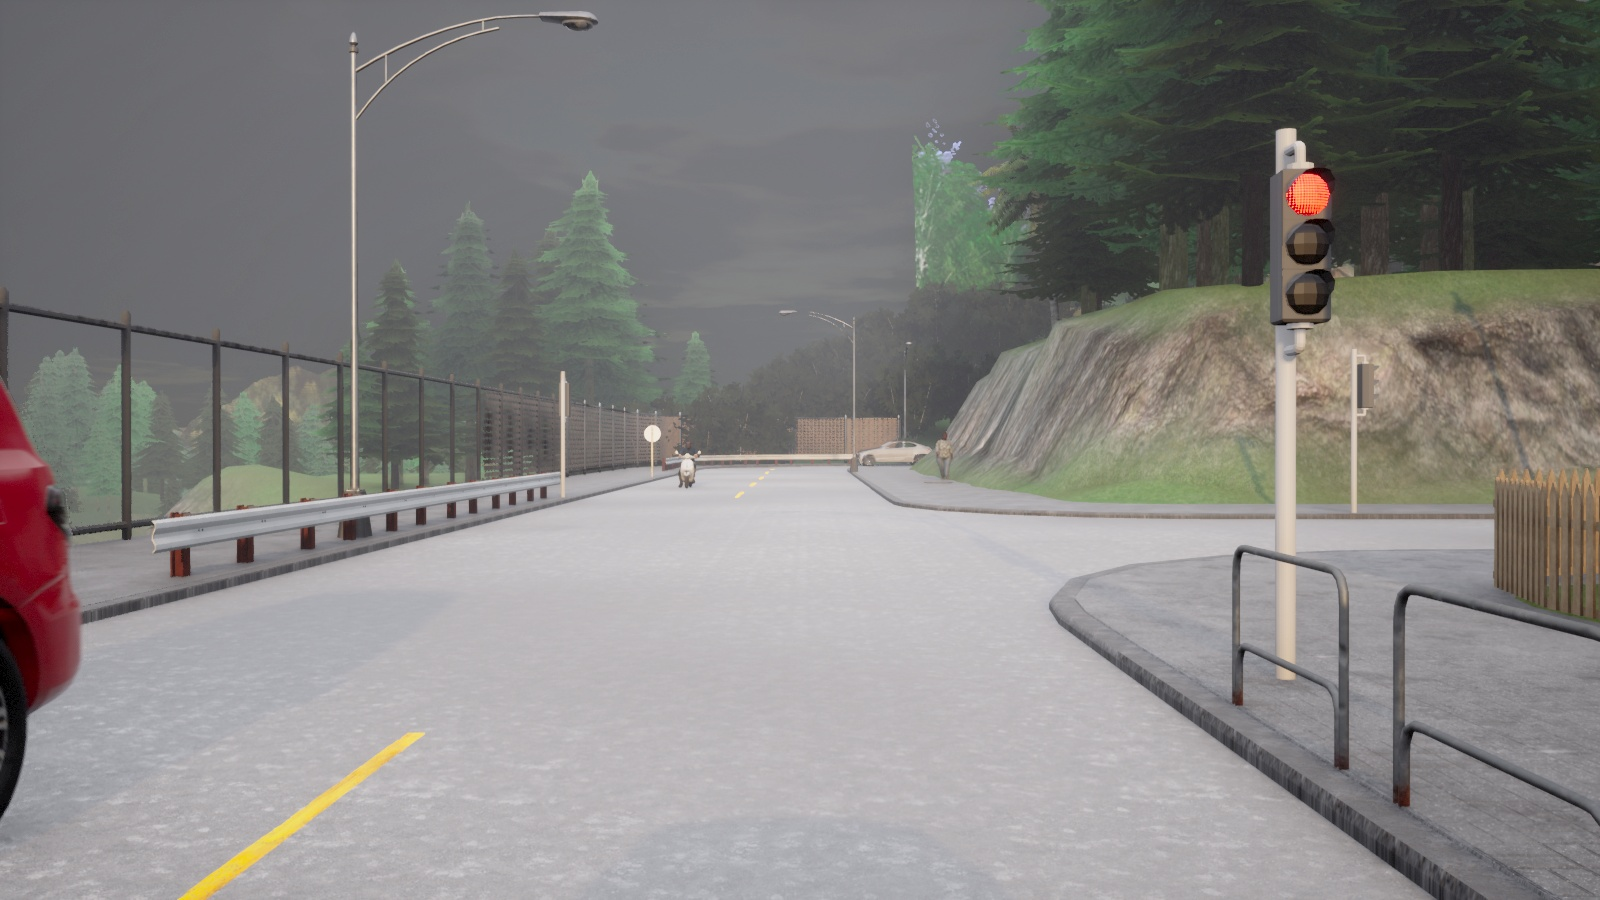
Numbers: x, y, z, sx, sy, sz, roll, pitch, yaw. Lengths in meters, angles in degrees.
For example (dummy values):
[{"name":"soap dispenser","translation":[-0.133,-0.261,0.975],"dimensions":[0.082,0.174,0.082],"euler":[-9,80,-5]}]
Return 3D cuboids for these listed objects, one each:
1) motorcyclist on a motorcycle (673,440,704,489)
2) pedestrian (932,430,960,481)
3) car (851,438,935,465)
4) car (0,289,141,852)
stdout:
[{"name":"motorcyclist on a motorcycle","translation":[-3.707,0.461,41.817],"dimensions":[0.866,1.590,1.817],"euler":[0,0,0]},{"name":"pedestrian","translation":[5.332,0.201,46.011],"dimensions":[0.874,1.855,0.900],"euler":[0,0,-3]},{"name":"car","translation":[5.882,0.081,79.672],"dimensions":[5.027,1.651,2.152],"euler":[0,0,-6]},{"name":"car","translation":[-3.981,0.447,2.746],"dimensions":[2.150,2.045,5.566],"euler":[0,0,0]}]
